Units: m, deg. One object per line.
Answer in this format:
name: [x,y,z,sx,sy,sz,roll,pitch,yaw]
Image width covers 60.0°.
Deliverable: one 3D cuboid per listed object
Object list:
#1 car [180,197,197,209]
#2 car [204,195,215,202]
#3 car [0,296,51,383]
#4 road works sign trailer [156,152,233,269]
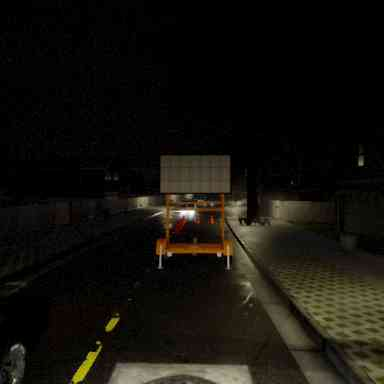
car: [-0.389,1.475,44.575,2.128,1.511,4.902,0,0,7]
car: [3.753,1.405,71.585,1.837,1.490,4.892,0,0,11]
car: [-2.817,1.599,2.198,1.895,1.301,4.718,0,0,0]
road works sign trailer: [0.114,0.464,11.127,2.380,3.560,2.880,0,0,2]
